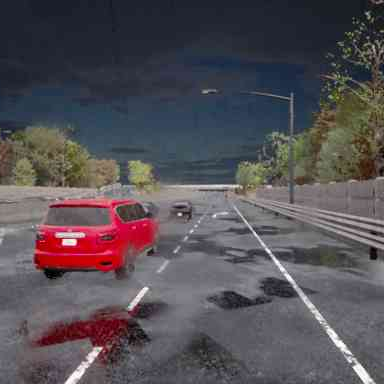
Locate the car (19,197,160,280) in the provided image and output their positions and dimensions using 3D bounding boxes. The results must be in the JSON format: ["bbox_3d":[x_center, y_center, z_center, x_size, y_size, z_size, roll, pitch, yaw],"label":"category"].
[{"bbox_3d":[-2.503,1.219,10.154,2.150,2.045,5.566,0,0,5],"label":"car"}]

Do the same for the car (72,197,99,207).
[{"bbox_3d":[-16.429,1.555,51.522,2.033,1.411,5.357,0,0,5],"label":"car"}]

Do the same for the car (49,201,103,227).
[{"bbox_3d":[-8.227,1.503,24.191,1.837,1.490,4.892,0,0,5],"label":"car"}]

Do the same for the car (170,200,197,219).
[{"bbox_3d":[-0.746,1.503,29.043,1.837,1.490,4.892,0,1,5],"label":"car"}]

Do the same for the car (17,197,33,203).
[{"bbox_3d":[-23.559,1.553,50.430,2.033,1.411,5.357,0,0,5],"label":"car"}]

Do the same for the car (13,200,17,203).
[{"bbox_3d":[-26.762,1.515,53.610,1.837,1.490,4.892,0,-1,6],"label":"car"}]

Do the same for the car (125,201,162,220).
[{"bbox_3d":[-4.196,1.544,29.741,2.033,1.411,5.357,0,0,5],"label":"car"}]

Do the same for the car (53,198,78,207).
[{"bbox_3d":[-19.854,1.609,52.433,1.895,1.301,4.718,0,0,5],"label":"car"}]
